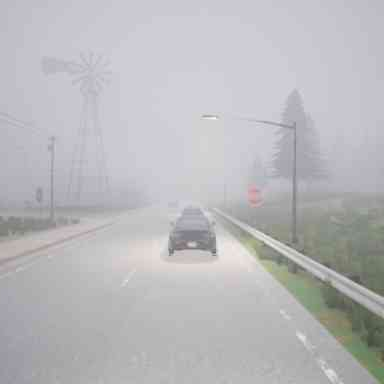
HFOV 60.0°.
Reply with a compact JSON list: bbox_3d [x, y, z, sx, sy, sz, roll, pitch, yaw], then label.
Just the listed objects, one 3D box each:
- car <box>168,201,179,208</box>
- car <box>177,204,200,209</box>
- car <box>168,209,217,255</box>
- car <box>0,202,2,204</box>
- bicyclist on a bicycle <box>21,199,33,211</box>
[{"bbox_3d":[-3.476,2.295,63.054,1.895,1.301,4.718,0,-1,0],"label":"car"},{"bbox_3d":[0.034,1.874,28.172,1.994,1.385,4.181,0,-1,1],"label":"car"},{"bbox_3d":[0.029,1.679,13.870,1.812,1.442,4.674,0,0,0],"label":"car"},{"bbox_3d":[-32.262,2.120,54.411,1.784,1.438,3.905,0,-1,0],"label":"car"},{"bbox_3d":[-22.038,1.789,44.357,0.582,1.620,1.656,0,0,33],"label":"bicyclist on a bicycle"}]
